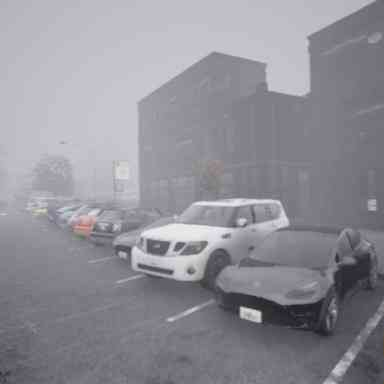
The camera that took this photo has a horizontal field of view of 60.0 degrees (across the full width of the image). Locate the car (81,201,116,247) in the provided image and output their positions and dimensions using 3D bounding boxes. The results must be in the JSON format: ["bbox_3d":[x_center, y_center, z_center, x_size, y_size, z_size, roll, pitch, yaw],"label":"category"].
[{"bbox_3d":[-2.142,1.423,14.712,2.185,1.767,4.553,-1,-1,40],"label":"car"}]

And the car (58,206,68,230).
[{"bbox_3d":[-5.151,1.659,19.912,2.002,1.452,4.674,-1,-1,40],"label":"car"}]

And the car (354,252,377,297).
[{"bbox_3d":[3.840,1.415,4.223,1.946,1.575,5.366,0,0,40],"label":"car"}]

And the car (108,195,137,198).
[{"bbox_3d":[-12.785,1.631,58.415,5.566,2.045,2.435,0,0,38],"label":"car"}]

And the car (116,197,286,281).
[{"bbox_3d":[0.904,1.230,9.528,2.435,2.045,5.566,0,0,40],"label":"car"}]

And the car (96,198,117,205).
[{"bbox_3d":[-19.206,2.086,74.429,4.792,1.488,2.163,-2,-1,38],"label":"car"}]

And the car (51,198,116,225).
[{"bbox_3d":[-6.649,1.529,22.523,2.185,1.767,4.553,-1,-1,39],"label":"car"}]

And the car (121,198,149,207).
[{"bbox_3d":[-10.327,1.869,59.995,4.792,1.488,2.163,0,1,38],"label":"car"}]

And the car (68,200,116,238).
[{"bbox_3d":[-3.660,1.458,17.301,2.185,1.767,4.553,-1,-1,40],"label":"car"}]

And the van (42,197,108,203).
[{"bbox_3d":[-9.652,1.502,27.775,1.878,1.987,4.442,-1,-1,39],"label":"van"}]

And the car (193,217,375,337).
[{"bbox_3d":[2.421,1.479,6.935,2.163,1.488,4.792,0,0,40],"label":"car"}]

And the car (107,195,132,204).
[{"bbox_3d":[-16.650,1.762,76.037,5.566,2.045,2.435,-2,-1,38],"label":"car"}]

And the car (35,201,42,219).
[{"bbox_3d":[-11.240,1.804,30.267,2.002,1.452,4.674,-1,-1,39],"label":"car"}]

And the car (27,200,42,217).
[{"bbox_3d":[-12.892,1.797,32.709,1.946,1.575,5.366,-1,-1,39],"label":"car"}]

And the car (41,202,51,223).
[{"bbox_3d":[-8.205,1.691,25.090,2.097,1.535,5.008,-1,-1,40],"label":"car"}]

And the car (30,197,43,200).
[{"bbox_3d":[-15.828,1.623,38.054,2.435,2.045,5.566,-1,-1,39],"label":"car"}]

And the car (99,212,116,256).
[{"bbox_3d":[-0.610,1.544,12.115,2.163,1.488,4.792,0,0,40],"label":"car"}]

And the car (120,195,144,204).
[{"bbox_3d":[-14.033,1.717,77.623,5.566,2.045,2.435,-2,-1,38],"label":"car"}]
